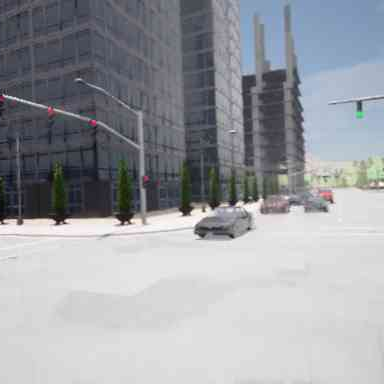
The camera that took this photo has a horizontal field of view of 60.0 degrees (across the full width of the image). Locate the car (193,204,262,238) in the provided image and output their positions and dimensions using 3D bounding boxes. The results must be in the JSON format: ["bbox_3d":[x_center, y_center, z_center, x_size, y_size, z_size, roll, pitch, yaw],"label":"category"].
[{"bbox_3d":[1.859,1.457,17.316,2.033,1.411,5.357,-2,0,24],"label":"car"}]

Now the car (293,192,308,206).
[{"bbox_3d":[13.250,1.023,42.862,2.033,1.411,5.357,-2,0,24],"label":"car"}]

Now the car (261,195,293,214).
[{"bbox_3d":[7.564,1.043,30.373,2.097,1.767,4.553,-2,0,24],"label":"car"}]

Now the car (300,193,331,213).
[{"bbox_3d":[11.157,1.073,29.831,1.812,1.442,4.674,-2,0,24],"label":"car"}]

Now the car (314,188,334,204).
[{"bbox_3d":[17.728,0.521,44.538,2.150,2.045,5.566,-2,0,24],"label":"car"}]
